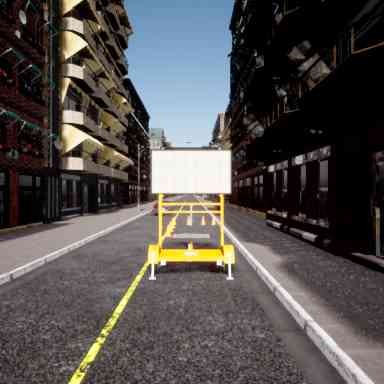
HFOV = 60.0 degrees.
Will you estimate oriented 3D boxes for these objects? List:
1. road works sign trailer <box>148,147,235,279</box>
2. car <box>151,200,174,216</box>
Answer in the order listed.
[{"bbox_3d":[-0.023,0.467,9.985,2.380,3.560,2.880,0,0,0],"label":"road works sign trailer"},{"bbox_3d":[-2.825,1.540,32.510,1.812,1.442,4.674,0,0,0],"label":"car"}]
